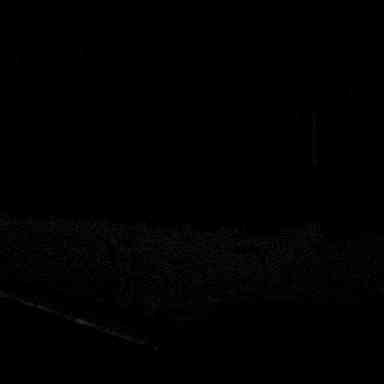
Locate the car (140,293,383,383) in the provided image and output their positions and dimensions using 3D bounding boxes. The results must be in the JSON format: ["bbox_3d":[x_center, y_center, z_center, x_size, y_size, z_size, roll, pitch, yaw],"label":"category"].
[{"bbox_3d":[1.912,1.308,1.598,5.009,1.841,2.192,-1,0,36],"label":"car"}]
